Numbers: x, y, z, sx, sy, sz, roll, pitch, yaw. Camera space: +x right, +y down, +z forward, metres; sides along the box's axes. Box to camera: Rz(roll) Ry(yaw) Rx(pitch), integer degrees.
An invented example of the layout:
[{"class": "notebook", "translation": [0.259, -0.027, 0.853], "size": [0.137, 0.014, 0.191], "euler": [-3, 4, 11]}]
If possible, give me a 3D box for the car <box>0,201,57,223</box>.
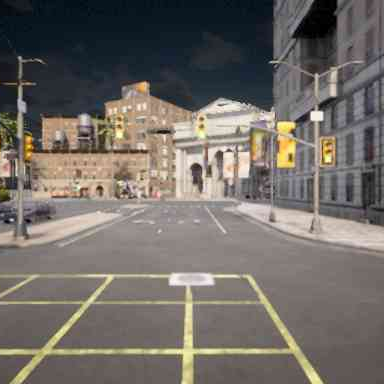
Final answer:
[{"class": "car", "translation": [-11.598, 1.396, 24.057], "size": [2.033, 1.411, 5.357], "euler": [0, 0, 0]}]
